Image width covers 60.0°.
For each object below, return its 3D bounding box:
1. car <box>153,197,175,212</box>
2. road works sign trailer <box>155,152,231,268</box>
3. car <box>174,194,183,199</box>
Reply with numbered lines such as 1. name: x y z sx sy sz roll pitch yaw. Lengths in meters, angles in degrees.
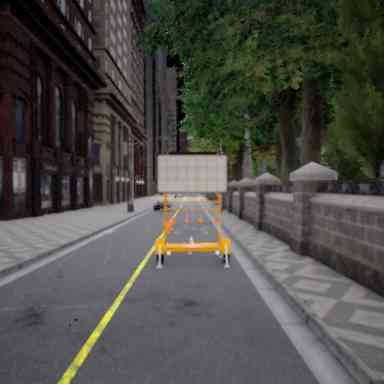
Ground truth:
1. car: -3.183 1.505 36.650 1.895 1.301 4.718 0 0 0
2. road works sign trailer: 0.012 0.450 11.275 2.380 3.560 2.880 0 0 -1
3. car: -3.187 0.875 78.237 1.812 1.442 4.674 0 1 0
